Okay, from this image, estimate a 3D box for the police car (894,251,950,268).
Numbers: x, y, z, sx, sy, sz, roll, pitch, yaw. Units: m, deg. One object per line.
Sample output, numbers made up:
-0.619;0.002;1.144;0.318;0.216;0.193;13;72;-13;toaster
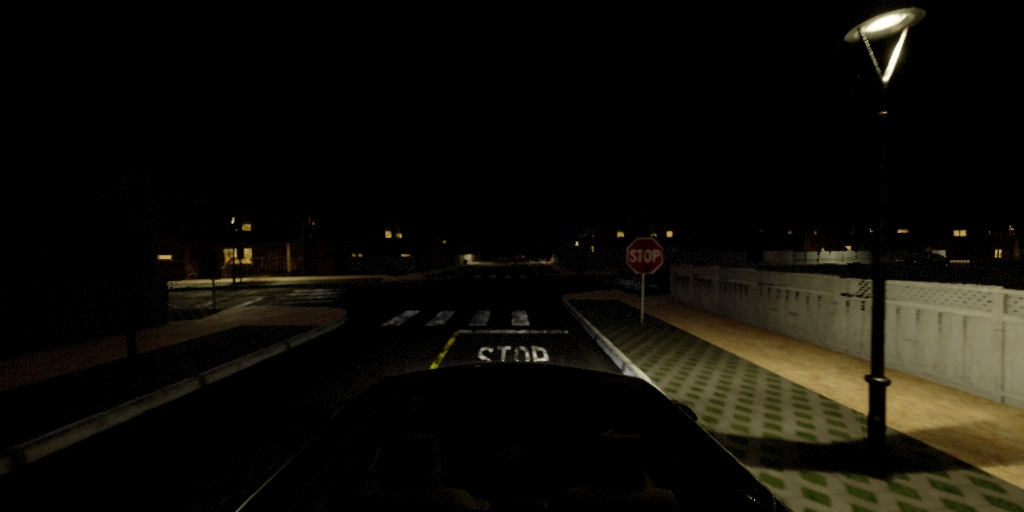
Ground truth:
37.313;0.400;32.698;5.238;1.638;1.930;-1;3;-17;police car
